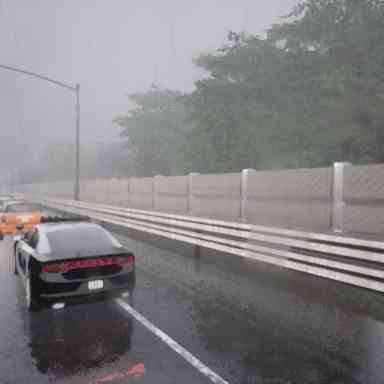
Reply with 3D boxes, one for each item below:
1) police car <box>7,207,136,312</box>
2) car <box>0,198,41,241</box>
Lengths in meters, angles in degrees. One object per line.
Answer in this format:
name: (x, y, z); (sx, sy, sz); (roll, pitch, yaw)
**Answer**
police car: (-3.051, 1.373, 7.913); (1.930, 1.638, 5.238); (0, 0, -33)
car: (-8.364, 1.208, 16.216); (2.097, 1.767, 4.553); (0, 0, -33)
